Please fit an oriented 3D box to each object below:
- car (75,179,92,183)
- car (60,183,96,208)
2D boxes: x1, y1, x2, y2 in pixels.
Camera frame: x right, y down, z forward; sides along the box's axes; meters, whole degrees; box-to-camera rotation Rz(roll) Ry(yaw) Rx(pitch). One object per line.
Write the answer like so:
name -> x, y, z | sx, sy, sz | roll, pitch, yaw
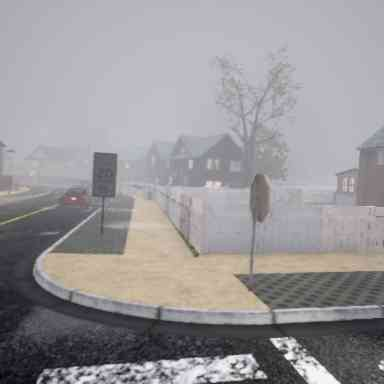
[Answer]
car -> -14.844, -0.955, 45.462 | 2.097, 1.767, 4.553 | 2, 2, -29
car -> -8.106, 0.325, 23.951 | 1.994, 1.385, 4.181 | 3, 2, -9
